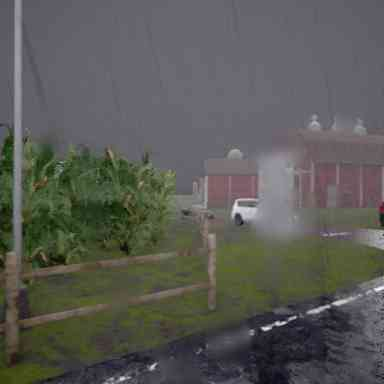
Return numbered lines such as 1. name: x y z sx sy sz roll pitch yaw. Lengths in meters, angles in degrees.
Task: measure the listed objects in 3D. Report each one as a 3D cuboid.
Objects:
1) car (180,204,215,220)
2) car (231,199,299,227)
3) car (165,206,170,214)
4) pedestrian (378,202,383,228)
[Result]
1. car: 0.437 1.953 32.894 1.837 1.490 4.892 1 -1 -27
2. car: 5.150 1.505 24.307 2.150 2.045 5.566 1 -1 -30
3. car: -4.301 2.131 42.606 1.837 1.490 4.892 1 -1 -24
4. pedestrian: 13.024 1.536 22.633 0.375 1.860 0.375 0 0 -32
